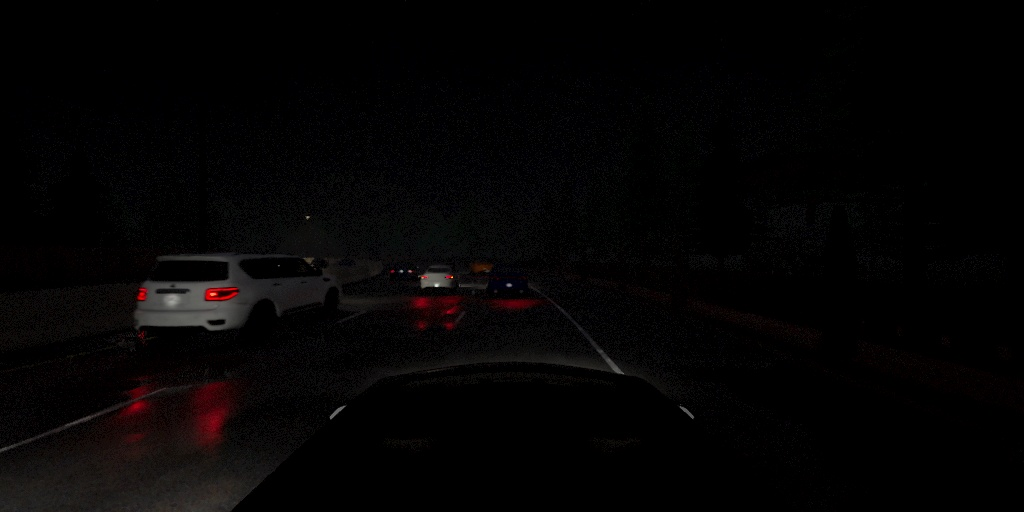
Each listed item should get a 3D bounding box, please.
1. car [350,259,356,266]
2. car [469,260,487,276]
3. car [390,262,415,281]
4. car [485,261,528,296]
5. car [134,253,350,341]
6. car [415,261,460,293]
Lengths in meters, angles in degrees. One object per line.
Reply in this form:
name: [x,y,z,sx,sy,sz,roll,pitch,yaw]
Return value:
car: [-20.656,1.080,44.831,1.882,1.535,5.008,0,0,-21]
car: [-3.189,1.114,36.196,1.882,1.535,5.008,0,0,-14]
car: [-8.784,1.204,29.410,2.033,1.411,5.357,0,0,-11]
car: [-0.323,1.171,18.792,1.882,1.535,5.008,0,0,-4]
car: [-6.861,0.943,9.887,2.150,2.045,5.566,0,0,-1]
car: [-3.957,1.214,20.046,1.812,1.442,4.674,0,0,-5]
